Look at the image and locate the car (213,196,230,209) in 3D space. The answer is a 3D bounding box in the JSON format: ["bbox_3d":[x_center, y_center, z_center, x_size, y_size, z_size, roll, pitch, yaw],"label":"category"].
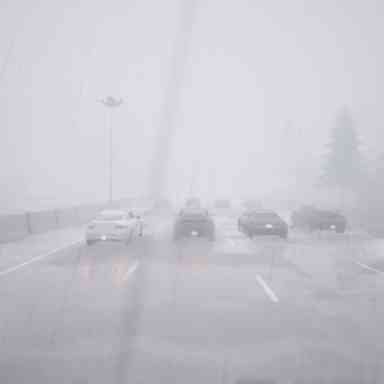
[{"bbox_3d":[3.601,1.268,41.041,1.812,1.442,4.674,0,1,0],"label":"car"}]

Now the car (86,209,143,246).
[{"bbox_3d":[-3.401,1.516,15.120,1.812,1.442,4.674,0,0,0],"label":"car"}]

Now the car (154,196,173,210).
[{"bbox_3d":[-3.400,1.271,39.486,1.837,1.490,4.892,0,1,0],"label":"car"}]

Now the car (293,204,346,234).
[{"bbox_3d":[7.099,1.475,19.172,1.837,1.490,4.892,0,1,0],"label":"car"}]

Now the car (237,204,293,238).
[{"bbox_3d":[3.599,1.542,17.534,1.994,1.385,4.181,0,0,0],"label":"car"}]

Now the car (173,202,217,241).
[{"bbox_3d":[0.099,1.491,16.571,1.837,1.490,4.892,0,0,0],"label":"car"}]

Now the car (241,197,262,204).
[{"bbox_3d":[7.100,1.319,39.973,1.994,1.385,4.181,0,1,0],"label":"car"}]

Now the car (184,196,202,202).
[{"bbox_3d":[0.100,1.256,40.584,1.837,1.490,4.892,0,1,0],"label":"car"}]
